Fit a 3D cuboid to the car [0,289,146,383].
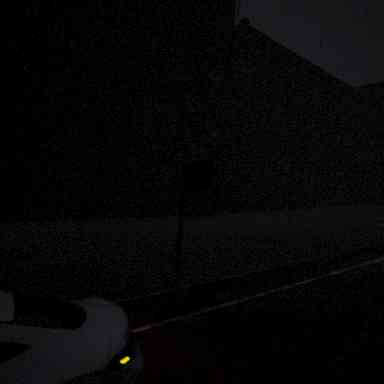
[{"bbox_3d":[-2.582,1.534,2.240,4.674,1.442,1.812,0,0,-36],"label":"car"}]
